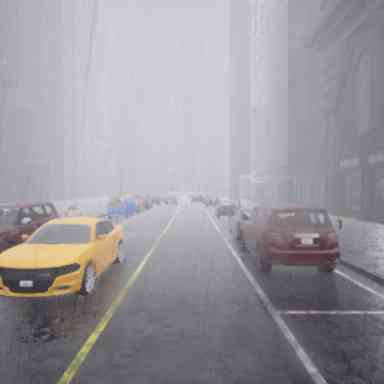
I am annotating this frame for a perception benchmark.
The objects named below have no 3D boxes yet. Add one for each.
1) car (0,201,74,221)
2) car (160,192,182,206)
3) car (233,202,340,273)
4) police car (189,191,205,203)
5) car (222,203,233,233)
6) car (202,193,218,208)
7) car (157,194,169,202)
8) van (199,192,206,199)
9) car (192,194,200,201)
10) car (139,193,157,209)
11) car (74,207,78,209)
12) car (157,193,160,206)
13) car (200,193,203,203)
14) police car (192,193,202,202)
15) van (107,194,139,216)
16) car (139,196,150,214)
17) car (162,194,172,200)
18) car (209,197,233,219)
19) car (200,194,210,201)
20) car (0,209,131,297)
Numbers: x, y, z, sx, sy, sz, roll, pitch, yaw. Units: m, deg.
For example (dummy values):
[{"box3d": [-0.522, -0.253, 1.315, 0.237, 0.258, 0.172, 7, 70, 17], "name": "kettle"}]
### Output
[{"box3d": [-5.763, 1.252, 10.359, 2.192, 1.841, 5.009, 0, 0, 0], "name": "car"}, {"box3d": [-3.068, 1.215, 49.264, 2.128, 1.511, 4.902, 0, 0, 0], "name": "car"}, {"box3d": [2.762, 1.253, 10.364, 2.192, 1.841, 5.009, 0, 0, 0], "name": "car"}, {"box3d": [0.857, 1.105, 57.974, 1.930, 1.638, 5.238, 0, 0, -1], "name": "police car"}, {"box3d": [2.764, 1.456, 16.006, 2.008, 1.369, 4.403, 0, 0, 0], "name": "car"}, {"box3d": [2.770, 1.191, 44.206, 1.967, 1.590, 4.097, 0, 0, 0], "name": "car"}, {"box3d": [-5.749, 1.200, 66.767, 1.947, 1.339, 4.313, 0, 0, 0], "name": "car"}, {"box3d": [2.781, 0.857, 89.331, 1.690, 1.788, 3.998, 0, 0, 0], "name": "van"}, {"box3d": [0.918, 1.123, 73.873, 1.812, 1.442, 4.674, 0, 0, 0], "name": "car"}, {"box3d": [-5.757, 1.096, 38.562, 2.192, 1.841, 5.009, 0, 0, 0], "name": "car"}, {"box3d": [-5.761, 1.431, 15.831, 1.752, 1.417, 4.829, 0, 0, 0], "name": "car"}, {"box3d": [-5.754, 1.037, 49.843, 2.192, 1.841, 5.009, 0, 0, 0], "name": "car"}, {"box3d": [2.773, 1.259, 55.488, 1.947, 1.339, 4.313, 0, 0, 0], "name": "car"}, {"box3d": [0.917, 1.053, 67.983, 1.930, 1.638, 5.238, 0, 0, 0], "name": "police car"}, {"box3d": [-5.759, 1.182, 27.281, 1.690, 1.788, 3.998, 0, 0, 0], "name": "van"}, {"box3d": [-5.757, 1.361, 32.922, 2.008, 1.369, 4.403, 0, 0, 0], "name": "car"}, {"box3d": [-5.746, 1.126, 78.048, 2.008, 1.369, 4.403, 0, 0, 0], "name": "car"}, {"box3d": [2.766, 1.392, 27.286, 2.008, 1.369, 4.403, 0, 0, 0], "name": "car"}, {"box3d": [2.777, 1.149, 72.410, 1.887, 1.381, 4.507, 0, 0, 0], "name": "car"}, {"box3d": [-3.099, 1.425, 8.712, 1.882, 1.535, 5.008, 0, 0, 0], "name": "car"}]
